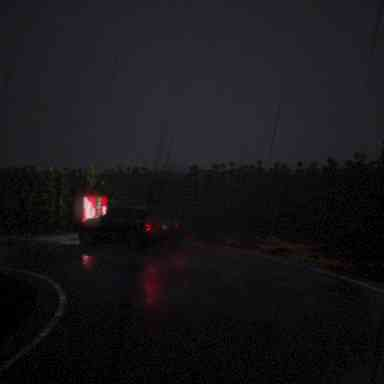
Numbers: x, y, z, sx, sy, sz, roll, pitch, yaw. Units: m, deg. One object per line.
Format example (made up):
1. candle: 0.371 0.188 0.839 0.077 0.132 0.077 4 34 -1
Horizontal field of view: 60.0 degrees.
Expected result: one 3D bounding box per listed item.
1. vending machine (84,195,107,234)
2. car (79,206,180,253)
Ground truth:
1. vending machine: -5.453 1.224 18.806 0.880 2.100 1.100 0 0 8
2. car: -2.748 1.378 14.040 4.553 1.767 2.097 0 0 37
